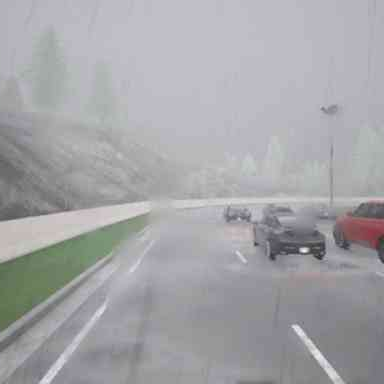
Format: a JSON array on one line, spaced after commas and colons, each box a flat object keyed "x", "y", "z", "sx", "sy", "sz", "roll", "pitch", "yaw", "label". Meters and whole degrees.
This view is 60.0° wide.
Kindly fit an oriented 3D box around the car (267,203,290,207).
[{"x": 7.133, "y": 1.648, "z": 27.850, "sx": 1.837, "sy": 1.490, "sz": 4.892, "roll": 0, "pitch": 0, "yaw": 2, "label": "car"}]

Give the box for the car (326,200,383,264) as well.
[{"x": 7.030, "y": 1.283, "z": 11.731, "sx": 2.150, "sy": 2.045, "sz": 5.566, "roll": 0, "pitch": 0, "yaw": 1, "label": "car"}]

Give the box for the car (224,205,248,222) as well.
[{"x": 3.613, "y": 1.739, "z": 27.210, "sx": 1.895, "sy": 1.301, "sz": 4.718, "roll": 0, "pitch": 0, "yaw": 2, "label": "car"}]

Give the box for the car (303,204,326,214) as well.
[{"x": 10.641, "y": 1.708, "z": 28.120, "sx": 1.994, "sy": 1.385, "sz": 4.181, "roll": 0, "pitch": 0, "yaw": 2, "label": "car"}]

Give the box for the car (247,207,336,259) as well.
[{"x": 3.542, "y": 1.572, "z": 12.855, "sx": 1.837, "sy": 1.490, "sz": 4.892, "roll": 0, "pitch": 0, "yaw": 1, "label": "car"}]
